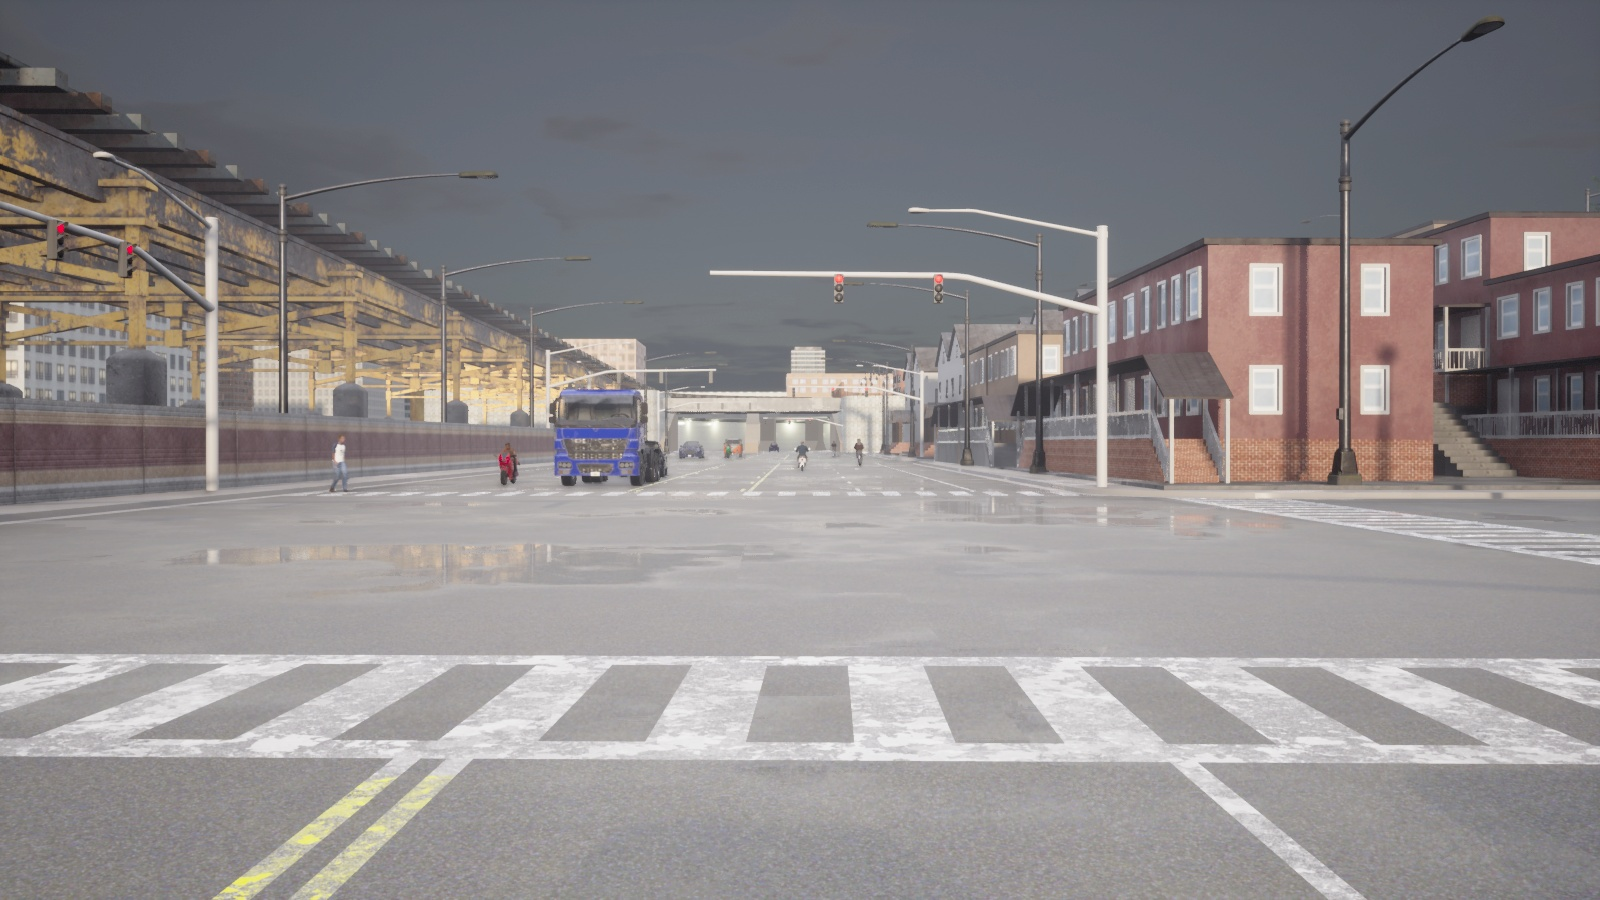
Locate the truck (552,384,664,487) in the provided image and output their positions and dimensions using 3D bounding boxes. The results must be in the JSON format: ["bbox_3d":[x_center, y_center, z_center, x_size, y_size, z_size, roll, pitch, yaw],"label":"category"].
[{"bbox_3d":[-6.850,-0.500,45.997,2.891,3.462,7.936,0,0,0],"label":"truck"}]

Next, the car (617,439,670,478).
[{"bbox_3d":[-6.957,0.352,56.212,2.033,1.649,4.856,0,0,-4],"label":"car"}]

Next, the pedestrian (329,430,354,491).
[{"bbox_3d":[-13.780,0.311,37.757,0.706,1.836,0.354,0,0,35],"label":"pedestrian"}]

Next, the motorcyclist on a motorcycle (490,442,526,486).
[{"bbox_3d":[-10.412,0.466,44.811,0.797,1.523,2.044,0,1,0],"label":"motorcyclist on a motorcycle"}]
